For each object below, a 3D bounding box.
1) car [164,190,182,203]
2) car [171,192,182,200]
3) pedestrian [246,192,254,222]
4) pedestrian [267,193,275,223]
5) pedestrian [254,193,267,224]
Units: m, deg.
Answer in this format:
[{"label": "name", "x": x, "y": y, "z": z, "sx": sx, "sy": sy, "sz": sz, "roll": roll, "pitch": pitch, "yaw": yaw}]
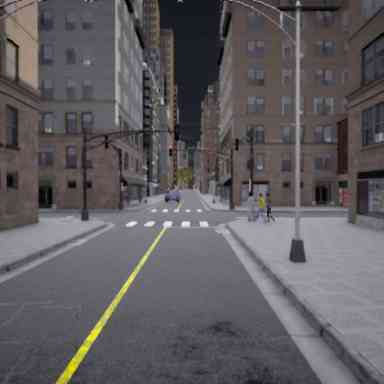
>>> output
[{"label": "car", "x": -3.117, "y": 0.629, "z": 52.459, "sx": 2.150, "sy": 2.045, "sz": 5.566, "roll": 0, "pitch": 0, "yaw": 0}, {"label": "car", "x": -3.055, "y": 0.773, "z": 68.267, "sx": 2.033, "sy": 1.411, "sz": 5.357, "roll": 0, "pitch": 1, "yaw": 0}, {"label": "pedestrian", "x": 3.618, "y": 0.902, "z": 20.453, "sx": 0.375, "sy": 1.860, "sz": 0.375, "roll": 0, "pitch": 1, "yaw": 0}, {"label": "pedestrian", "x": 4.589, "y": 0.906, "z": 19.854, "sx": 0.375, "sy": 1.860, "sz": 0.375, "roll": 0, "pitch": 1, "yaw": 0}, {"label": "pedestrian", "x": 3.953, "y": 0.917, "z": 19.254, "sx": 0.375, "sy": 1.860, "sz": 0.375, "roll": 0, "pitch": 1, "yaw": 0}]
